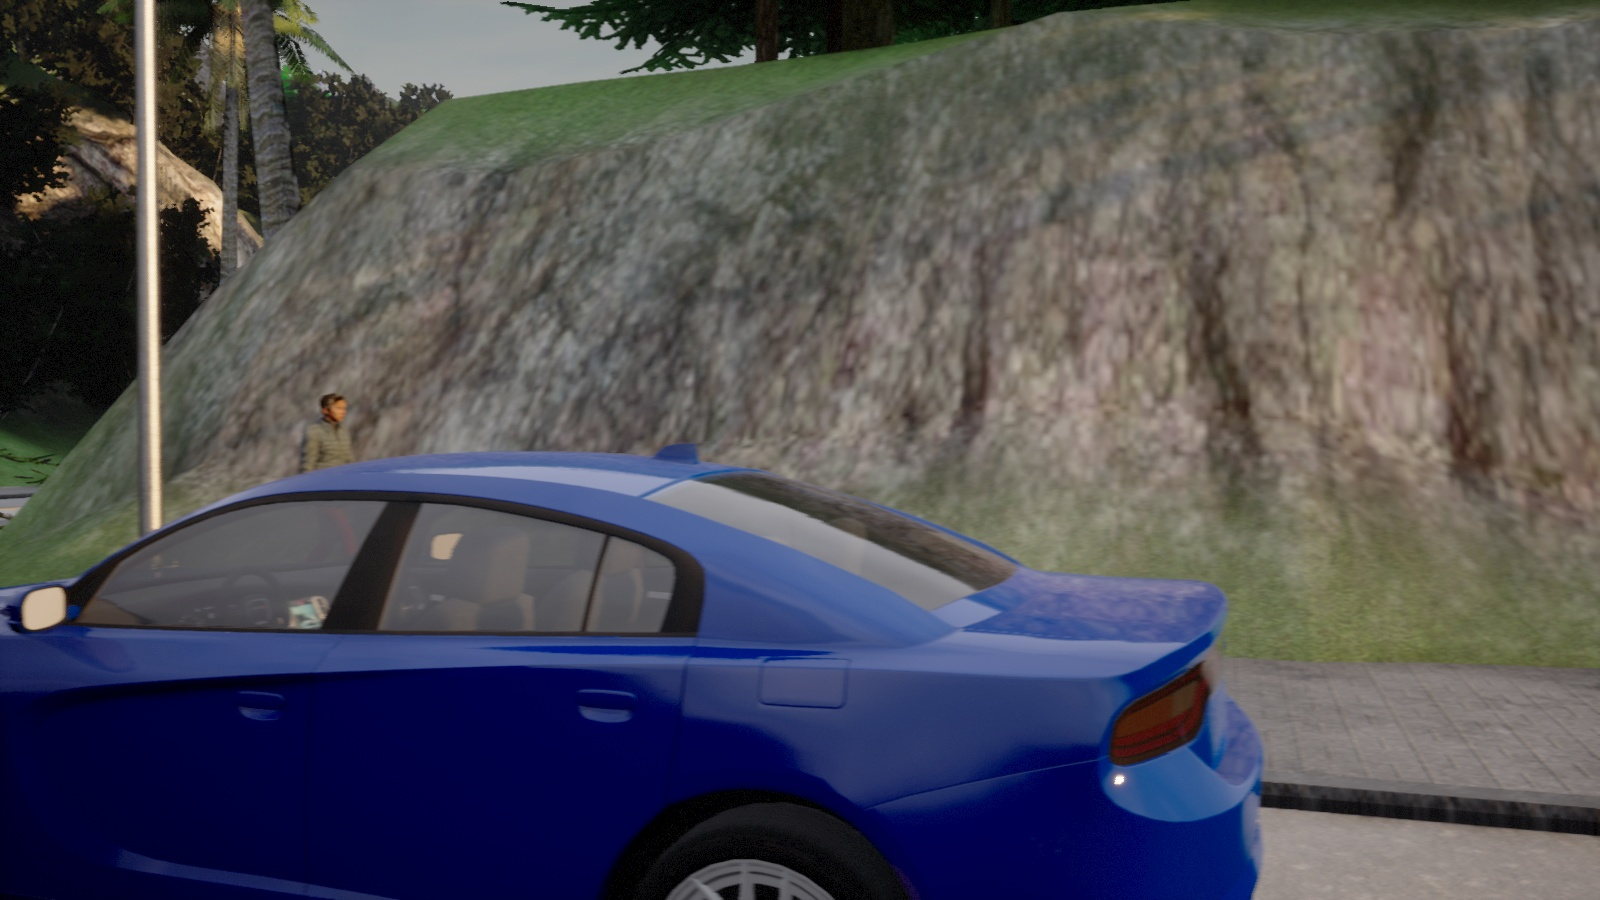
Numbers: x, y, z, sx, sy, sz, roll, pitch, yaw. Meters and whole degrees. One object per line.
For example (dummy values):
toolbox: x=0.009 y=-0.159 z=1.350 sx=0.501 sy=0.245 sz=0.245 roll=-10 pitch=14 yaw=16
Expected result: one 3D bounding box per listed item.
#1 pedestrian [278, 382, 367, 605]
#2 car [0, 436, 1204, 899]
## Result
pedestrian: x=-4.036 y=0.355 z=10.626 sx=0.614 sy=1.847 sz=0.353 roll=0 pitch=1 yaw=17
car: x=-1.309 y=0.734 z=4.167 sx=5.008 sy=1.535 sz=1.882 roll=0 pitch=1 yaw=19
